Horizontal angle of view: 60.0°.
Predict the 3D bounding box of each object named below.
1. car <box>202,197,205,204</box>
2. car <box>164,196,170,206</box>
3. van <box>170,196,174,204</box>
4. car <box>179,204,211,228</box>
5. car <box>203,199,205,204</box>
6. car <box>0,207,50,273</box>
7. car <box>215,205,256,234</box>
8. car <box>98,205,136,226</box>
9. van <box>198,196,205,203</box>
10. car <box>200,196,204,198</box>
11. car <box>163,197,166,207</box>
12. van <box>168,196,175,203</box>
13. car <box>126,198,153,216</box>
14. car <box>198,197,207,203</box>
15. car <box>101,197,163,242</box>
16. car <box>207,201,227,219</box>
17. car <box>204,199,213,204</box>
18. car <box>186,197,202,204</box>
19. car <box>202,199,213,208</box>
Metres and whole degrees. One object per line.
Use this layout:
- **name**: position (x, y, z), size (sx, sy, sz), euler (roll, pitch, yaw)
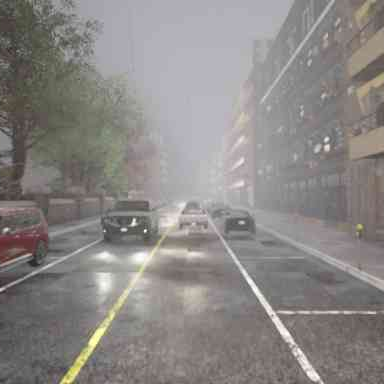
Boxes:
- **car**: position (2.712, 1.862, 47.917), size (1.752, 1.417, 4.829), euler (1, 0, 0)
- **car**: position (-5.662, 1.728, 58.797), size (2.192, 1.841, 5.009), euler (1, 0, 0)
- **van**: position (-5.667, 1.871, 75.367), size (1.690, 1.788, 3.998), euler (1, 0, 0)
- **car**: position (0.104, 1.766, 23.454), size (1.895, 1.301, 4.718), euler (0, 0, 0)
- **car**: position (2.711, 1.841, 42.223), size (1.887, 1.381, 4.507), euler (1, 0, 0)
- **car**: position (-5.671, 1.380, 9.088), size (2.192, 1.841, 5.009), euler (1, 0, 0)
- **car**: position (2.706, 1.708, 20.130), size (1.947, 1.339, 4.313), euler (1, 0, 0)
- **car**: position (-5.672, 1.746, 25.656), size (1.947, 1.339, 4.313), euler (1, 0, 0)
- **van**: position (2.691, 1.989, 91.934), size (1.690, 1.788, 3.998), euler (1, 0, 0)
- **car**: position (2.715, 1.814, 53.272), size (1.967, 1.590, 4.097), euler (1, 0, 0)
- **car**: position (-5.667, 1.918, 53.272), size (1.887, 1.381, 4.507), euler (1, 0, 0)
- **van**: position (-5.622, 1.988, 91.938), size (1.690, 1.788, 3.998), euler (1, 0, 0)
- **car**: position (-5.665, 1.573, 36.704), size (2.192, 1.841, 5.009), euler (1, 0, 0)
- **car**: position (2.690, 2.049, 86.410), size (1.967, 1.590, 4.097), euler (1, 0, 0)
- **car**: position (-2.999, 1.335, 17.464), size (2.150, 2.045, 5.566), euler (0, -1, 0)
- **car**: position (2.709, 1.785, 31.178), size (1.947, 1.339, 4.313), euler (1, 0, 0)
- **car**: position (2.712, 1.698, 36.701), size (1.967, 1.590, 4.097), euler (1, 0, 0)
- **car**: position (0.109, 1.825, 45.662), size (1.837, 1.490, 4.892), euler (0, 0, 0)
- **car**: position (2.714, 1.995, 58.793), size (1.802, 1.307, 4.206), euler (1, 0, 0)
